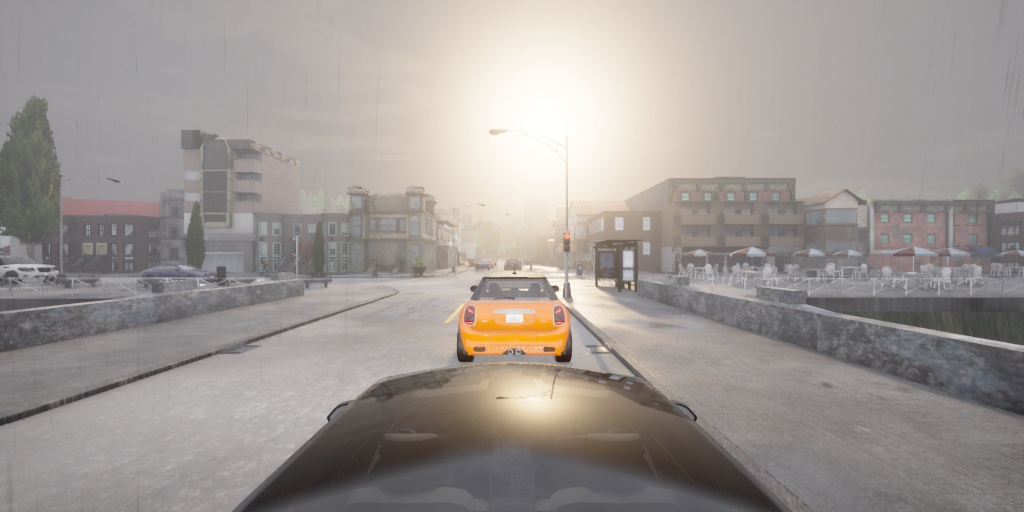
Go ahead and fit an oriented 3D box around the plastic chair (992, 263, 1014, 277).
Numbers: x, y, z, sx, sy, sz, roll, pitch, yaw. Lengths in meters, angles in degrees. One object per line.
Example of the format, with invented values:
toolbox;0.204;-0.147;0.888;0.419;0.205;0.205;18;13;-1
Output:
plastic chair;45.507;1.279;33.301;0.730;1.272;0.750;0;0;0

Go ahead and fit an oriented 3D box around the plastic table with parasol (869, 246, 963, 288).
plastic table with parasol;23.803;0.675;21.257;2.482;2.480;2.482;0;0;0

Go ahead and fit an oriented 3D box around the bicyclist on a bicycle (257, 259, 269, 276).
bicyclist on a bicycle;-24.013;1.099;34.562;0.582;1.620;1.656;0;0;0

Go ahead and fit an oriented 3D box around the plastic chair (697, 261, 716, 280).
plastic chair;15.805;1.279;29.210;0.750;1.272;0.730;0;0;0

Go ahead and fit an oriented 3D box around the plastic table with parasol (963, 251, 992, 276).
plastic table with parasol;30.514;0.675;25.085;2.482;2.480;2.482;0;0;0

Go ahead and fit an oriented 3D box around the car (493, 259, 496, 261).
car;-4.068;1.228;60.682;1.882;1.535;5.008;0;0;0

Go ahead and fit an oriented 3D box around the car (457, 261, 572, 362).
car;0.062;1.102;8.353;2.097;1.767;4.553;0;0;1

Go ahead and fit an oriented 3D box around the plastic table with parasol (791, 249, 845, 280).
plastic table with parasol;22.905;0.675;27.458;2.482;2.480;2.482;0;0;0

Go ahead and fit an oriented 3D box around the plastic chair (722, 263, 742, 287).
plastic chair;13.903;1.279;22.811;0.730;1.272;0.750;0;0;0

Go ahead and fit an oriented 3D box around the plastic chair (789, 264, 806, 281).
plastic chair;21.705;1.279;27.508;0.730;1.272;0.750;0;0;0

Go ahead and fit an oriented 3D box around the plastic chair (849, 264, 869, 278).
plastic chair;29.906;1.279;30.805;0.750;1.272;0.730;0;0;0

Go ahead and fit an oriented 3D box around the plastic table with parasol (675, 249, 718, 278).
plastic table with parasol;15.926;0.675;30.490;2.482;2.480;2.482;0;0;0

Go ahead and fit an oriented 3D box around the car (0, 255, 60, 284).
car;-36.773;0.968;26.176;5.566;2.045;2.150;0;0;0

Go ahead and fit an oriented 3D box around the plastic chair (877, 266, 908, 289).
plastic chair;22.603;1.279;21.308;0.730;1.272;0.750;0;0;0

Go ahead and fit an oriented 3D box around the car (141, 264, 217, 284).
car;-24.219;1.276;26.165;4.674;1.442;1.812;0;0;0

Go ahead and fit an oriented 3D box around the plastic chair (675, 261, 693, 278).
plastic chair;14.706;1.279;30.610;0.730;1.272;0.750;0;0;0

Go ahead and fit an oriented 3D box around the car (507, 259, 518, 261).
car;0.102;1.102;45.596;2.097;1.767;4.553;0;0;0

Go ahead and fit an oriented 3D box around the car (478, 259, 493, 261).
car;-4.088;1.228;51.032;1.882;1.535;5.008;0;0;0

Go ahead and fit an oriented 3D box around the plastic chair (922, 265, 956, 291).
plastic chair;23.702;1.279;19.907;0.750;1.272;0.730;0;0;0

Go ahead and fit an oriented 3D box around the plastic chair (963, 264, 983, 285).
plastic chair;30.504;1.279;23.805;0.750;1.272;0.730;0;0;0

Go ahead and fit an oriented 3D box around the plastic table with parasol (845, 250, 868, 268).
plastic table with parasol;30.236;0.675;32.175;2.482;2.480;2.482;0;0;0

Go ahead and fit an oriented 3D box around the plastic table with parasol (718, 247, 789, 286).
plastic table with parasol;15.173;0.675;22.670;2.482;2.480;2.482;0;0;0

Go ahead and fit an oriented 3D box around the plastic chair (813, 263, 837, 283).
plastic chair;22.804;1.279;26.108;0.750;1.272;0.730;0;0;0

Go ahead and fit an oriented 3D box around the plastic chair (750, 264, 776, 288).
plastic chair;15.003;1.279;21.410;0.750;1.272;0.730;0;0;0

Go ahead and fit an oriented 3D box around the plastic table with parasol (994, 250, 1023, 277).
plastic table with parasol;46.707;0.675;33.180;2.482;2.480;2.482;0;0;0
